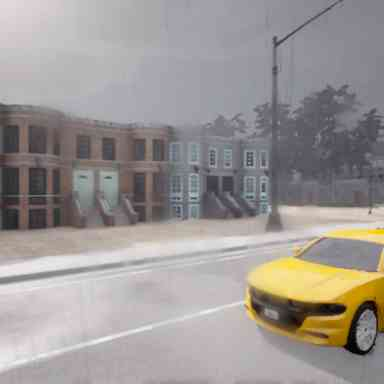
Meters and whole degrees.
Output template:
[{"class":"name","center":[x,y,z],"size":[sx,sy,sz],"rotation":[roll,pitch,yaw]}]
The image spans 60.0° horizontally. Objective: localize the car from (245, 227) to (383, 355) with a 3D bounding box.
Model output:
[{"class":"car","center":[3.197,1.474,6.241],"size":[5.008,1.535,1.882],"rotation":[0,0,-35]}]
